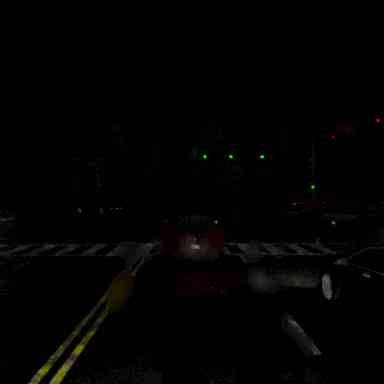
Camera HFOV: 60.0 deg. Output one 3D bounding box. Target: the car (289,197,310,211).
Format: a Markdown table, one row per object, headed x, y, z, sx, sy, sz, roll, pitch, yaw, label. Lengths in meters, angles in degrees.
| x | y | z | sx | sy | sz | roll | pitch | yaw | label |
| --- | --- | --- | --- | --- | --- | --- | --- | --- | --- |
| 14.833 | 1.454 | 42.800 | 4.553 | 1.767 | 2.097 | 0 | 0 | -2 | car |

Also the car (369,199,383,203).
| x | y | z | sx | sy | sz | roll | pitch | yaw | label |
| --- | --- | --- | --- | --- | --- | --- | --- | --- | --- |
| 20.252 | 1.695 | 39.465 | 4.718 | 1.301 | 1.895 | 0 | 0 | -2 | car |

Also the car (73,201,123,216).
| x | y | z | sx | sy | sz | roll | pitch | yaw | label |
| --- | --- | --- | --- | --- | --- | --- | --- | --- | --- |
| -9.367 | 1.627 | 33.095 | 5.357 | 1.411 | 2.033 | 0 | 0 | 31 | car |

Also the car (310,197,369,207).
| x | y | z | sx | sy | sz | roll | pitch | yaw | label |
| --- | --- | --- | --- | --- | --- | --- | --- | --- | --- |
| 15.780 | 1.563 | 35.830 | 5.008 | 1.535 | 1.882 | 0 | 0 | -2 | car |

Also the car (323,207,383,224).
| x | y | z | sx | sy | sz | roll | pitch | yaw | label |
| --- | --- | --- | --- | --- | --- | --- | --- | --- | --- |
| 11.090 | 1.652 | 21.526 | 4.718 | 1.301 | 1.895 | 0 | 0 | -15 | car |

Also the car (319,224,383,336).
| x | y | z | sx | sy | sz | roll | pitch | yaw | label |
| --- | --- | --- | --- | --- | --- | --- | --- | --- | --- |
| 3.597 | 1.517 | 5.146 | 1.837 | 1.490 | 4.892 | 0 | 0 | 0 | car |

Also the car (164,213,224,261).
| x | y | z | sx | sy | sz | roll | pitch | yaw | label |
| --- | --- | --- | --- | --- | --- | --- | --- | --- | --- |
| -0.015 | 1.508 | 12.430 | 1.882 | 1.535 | 5.008 | 0 | 0 | -3 | car |
